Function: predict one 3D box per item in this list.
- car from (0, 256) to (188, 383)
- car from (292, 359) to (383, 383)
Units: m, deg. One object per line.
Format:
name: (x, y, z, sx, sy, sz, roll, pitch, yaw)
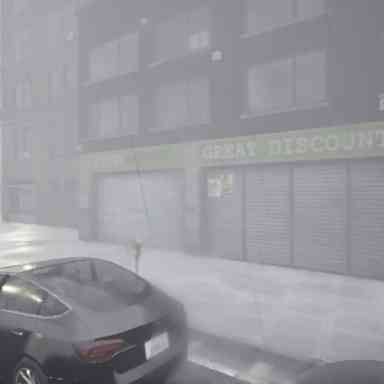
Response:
car: (-2.041, 1.571, 4.537, 4.313, 1.339, 1.947, 0, 0, 35)
car: (2.456, 1.549, 1.330, 4.403, 1.369, 2.008, 0, 0, 35)
